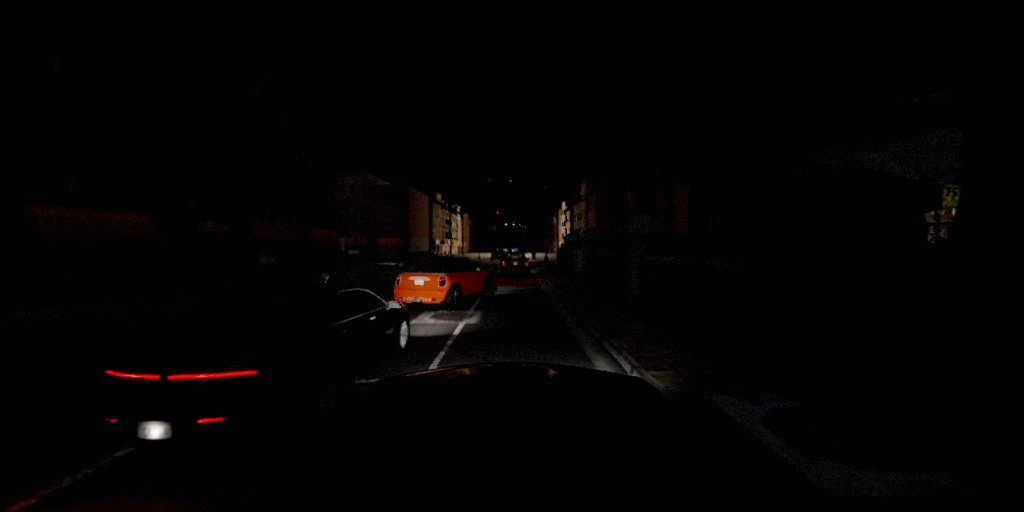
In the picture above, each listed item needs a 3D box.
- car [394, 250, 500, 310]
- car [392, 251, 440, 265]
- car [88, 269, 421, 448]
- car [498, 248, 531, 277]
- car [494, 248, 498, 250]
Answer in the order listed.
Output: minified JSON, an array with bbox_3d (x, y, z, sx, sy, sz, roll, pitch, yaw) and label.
[{"bbox_3d":[-2.289,0.796,13.315,2.097,1.767,4.553,1,2,17],"label":"car"},{"bbox_3d":[-10.845,0.245,40.644,4.892,1.490,1.837,0,1,2],"label":"car"},{"bbox_3d":[-2.990,1.154,5.436,1.837,1.490,4.892,0,1,0],"label":"car"},{"bbox_3d":[0.258,0.472,25.826,2.097,1.767,4.553,0,1,1],"label":"car"},{"bbox_3d":[-2.213,-0.041,52.202,1.751,1.417,4.829,0,0,0],"label":"car"}]
